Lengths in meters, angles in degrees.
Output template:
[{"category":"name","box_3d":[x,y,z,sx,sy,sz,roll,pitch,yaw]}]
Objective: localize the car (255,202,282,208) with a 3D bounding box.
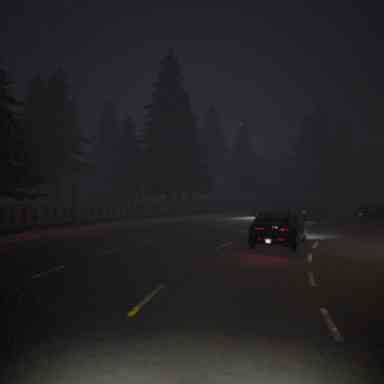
[{"category":"car","box_3d":[7.438,1.614,31.058,4.181,1.385,1.994,0,0,-41]}]

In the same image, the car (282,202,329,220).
[{"category":"car","box_3d":[10.149,1.595,28.899,4.674,1.442,1.812,0,0,-41]}]

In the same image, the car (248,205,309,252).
[{"category":"car","box_3d":[3.760,1.531,14.334,1.837,1.490,4.892,0,0,24]}]

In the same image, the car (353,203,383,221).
[{"category":"car","box_3d":[15.686,1.634,28.643,4.674,1.442,1.812,0,0,-36]}]
